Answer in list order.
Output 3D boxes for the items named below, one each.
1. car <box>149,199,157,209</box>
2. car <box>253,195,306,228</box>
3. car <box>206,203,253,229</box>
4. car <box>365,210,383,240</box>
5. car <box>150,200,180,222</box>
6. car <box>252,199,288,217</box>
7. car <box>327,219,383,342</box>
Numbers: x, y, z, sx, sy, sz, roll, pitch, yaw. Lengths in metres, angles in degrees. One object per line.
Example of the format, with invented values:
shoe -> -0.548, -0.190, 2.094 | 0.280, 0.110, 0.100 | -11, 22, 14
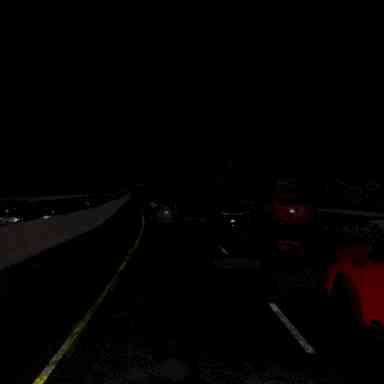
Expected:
car -> -4.560, 1.610, 42.733 | 1.895, 1.301, 4.718 | 0, 0, -9
car -> 5.586, 1.214, 22.279 | 2.150, 2.045, 5.566 | 0, 0, -7
car -> 2.091, 1.489, 21.870 | 2.128, 1.511, 4.902 | 0, 0, -7
car -> 9.884, 1.586, 14.570 | 1.895, 1.301, 4.718 | 0, 0, -5
car -> -2.078, 1.568, 26.502 | 1.994, 1.385, 4.181 | 0, 0, -8
car -> 7.604, 1.494, 32.873 | 1.837, 1.490, 4.892 | 0, 0, -9
car -> 3.479, 1.216, 3.471 | 2.150, 2.045, 5.566 | 0, 0, -1
